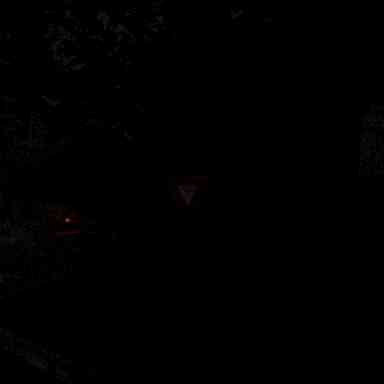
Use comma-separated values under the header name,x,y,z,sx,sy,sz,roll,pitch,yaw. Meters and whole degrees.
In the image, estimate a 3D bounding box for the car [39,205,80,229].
name,x,y,z,sx,sy,sz,roll,pitch,yaw
car,-9.210,1.639,23.094,1.882,1.535,5.008,1,-1,-33
